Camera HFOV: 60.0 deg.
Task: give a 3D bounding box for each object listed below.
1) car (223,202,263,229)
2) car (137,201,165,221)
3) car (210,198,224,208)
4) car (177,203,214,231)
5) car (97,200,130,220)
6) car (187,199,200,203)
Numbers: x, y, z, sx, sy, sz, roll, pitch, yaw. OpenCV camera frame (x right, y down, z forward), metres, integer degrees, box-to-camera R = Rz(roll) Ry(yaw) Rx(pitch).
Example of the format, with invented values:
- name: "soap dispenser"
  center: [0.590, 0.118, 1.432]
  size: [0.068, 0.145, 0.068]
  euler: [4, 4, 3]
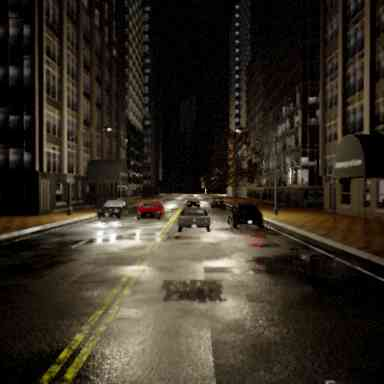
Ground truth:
- name: "car"
  center: [3.392, 1.498, 21.802]
  size: [1.837, 1.490, 4.892]
  euler: [0, 0, 0]
- name: "car"
  center: [-3.284, 1.462, 27.298]
  size: [1.882, 1.535, 5.008]
  euler: [0, 0, 0]
- name: "car"
  center: [3.436, 1.518, 44.739]
  size: [2.033, 1.411, 5.357]
  euler: [0, 0, 0]
- name: "car"
  center: [0.133, 1.593, 20.521]
  size: [1.895, 1.301, 4.718]
  euler: [0, 0, 0]
- name: "car"
  center: [-6.532, 1.474, 28.036]
  size: [2.128, 1.511, 4.902]
  euler: [0, 0, 0]
- name: "car"
  center: [0.188, 1.568, 46.491]
  size: [1.895, 1.301, 4.718]
  euler: [0, 0, 0]
